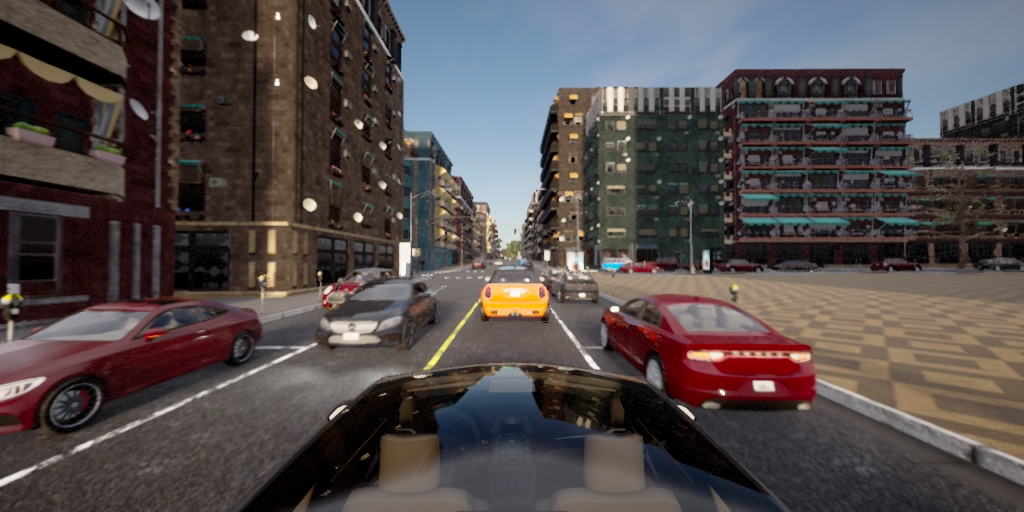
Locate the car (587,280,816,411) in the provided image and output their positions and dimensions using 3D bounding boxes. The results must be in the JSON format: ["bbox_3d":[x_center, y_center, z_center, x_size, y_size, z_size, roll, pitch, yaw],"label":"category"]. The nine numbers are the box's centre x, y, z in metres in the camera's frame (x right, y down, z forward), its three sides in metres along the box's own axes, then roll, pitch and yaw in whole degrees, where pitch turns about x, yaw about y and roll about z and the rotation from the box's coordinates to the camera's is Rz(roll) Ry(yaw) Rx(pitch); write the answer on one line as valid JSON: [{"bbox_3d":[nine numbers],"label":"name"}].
[{"bbox_3d":[2.775,1.310,6.188,1.888,1.381,4.507,0,0,0],"label":"car"}]

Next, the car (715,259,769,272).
[{"bbox_3d":[24.767,1.054,38.734,4.097,1.591,1.967,0,0,0],"label":"car"}]

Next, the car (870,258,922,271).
[{"bbox_3d":[41.348,0.930,38.613,4.097,1.591,1.967,0,0,0],"label":"car"}]

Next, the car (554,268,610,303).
[{"bbox_3d":[2.822,1.351,16.619,2.007,1.370,4.403,0,0,0],"label":"car"}]

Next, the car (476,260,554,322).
[{"bbox_3d":[0.093,1.139,12.530,2.097,1.767,4.553,0,0,0],"label":"car"}]

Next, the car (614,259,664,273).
[{"bbox_3d":[13.712,1.281,38.814,4.207,1.307,1.802,0,0,0],"label":"car"}]

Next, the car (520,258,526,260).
[{"bbox_3d":[2.698,1.521,60.381,1.948,1.339,4.313,0,0,0],"label":"car"}]

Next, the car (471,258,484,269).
[{"bbox_3d":[-5.683,1.270,60.422,2.192,1.841,5.009,0,0,0],"label":"car"}]

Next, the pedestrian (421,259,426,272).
[{"bbox_3d":[-12.524,1.252,50.351,0.375,1.860,0.375,0,-1,0],"label":"pedestrian"}]

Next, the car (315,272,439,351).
[{"bbox_3d":[-3.098,1.301,9.237,1.812,1.442,4.674,0,0,0],"label":"car"}]

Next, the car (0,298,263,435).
[{"bbox_3d":[-5.768,1.345,5.480,1.802,1.307,4.207,0,0,0],"label":"car"}]

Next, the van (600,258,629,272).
[{"bbox_3d":[13.775,1.191,47.194,3.998,1.789,1.690,0,0,0],"label":"van"}]

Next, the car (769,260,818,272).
[{"bbox_3d":[34.678,1.191,44.451,5.357,1.411,2.033,0,-1,1],"label":"car"}]

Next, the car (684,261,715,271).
[{"bbox_3d":[24.830,1.310,47.114,4.507,1.381,1.888,0,0,0],"label":"car"}]

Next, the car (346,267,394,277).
[{"bbox_3d":[-5.818,1.233,14.384,1.967,1.591,4.097,0,0,0],"label":"car"}]

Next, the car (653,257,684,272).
[{"bbox_3d":[19.303,1.122,47.154,5.009,1.841,2.192,0,0,0],"label":"car"}]
